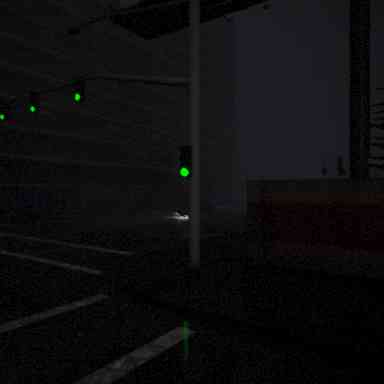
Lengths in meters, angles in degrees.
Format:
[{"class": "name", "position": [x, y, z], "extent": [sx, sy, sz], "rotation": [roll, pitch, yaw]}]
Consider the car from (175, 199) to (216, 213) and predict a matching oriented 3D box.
[{"class": "car", "position": [0.487, 1.542, 38.006], "extent": [2.033, 1.411, 5.357], "rotation": [0, 0, 35]}]

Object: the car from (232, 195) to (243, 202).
[{"class": "car", "position": [8.603, 1.414, 72.997], "extent": [5.008, 1.535, 1.882], "rotation": [0, 0, 23]}]

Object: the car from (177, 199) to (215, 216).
[{"class": "car", "position": [0.434, 1.559, 31.876], "extent": [1.994, 1.385, 4.181], "rotation": [0, 0, 35]}]
